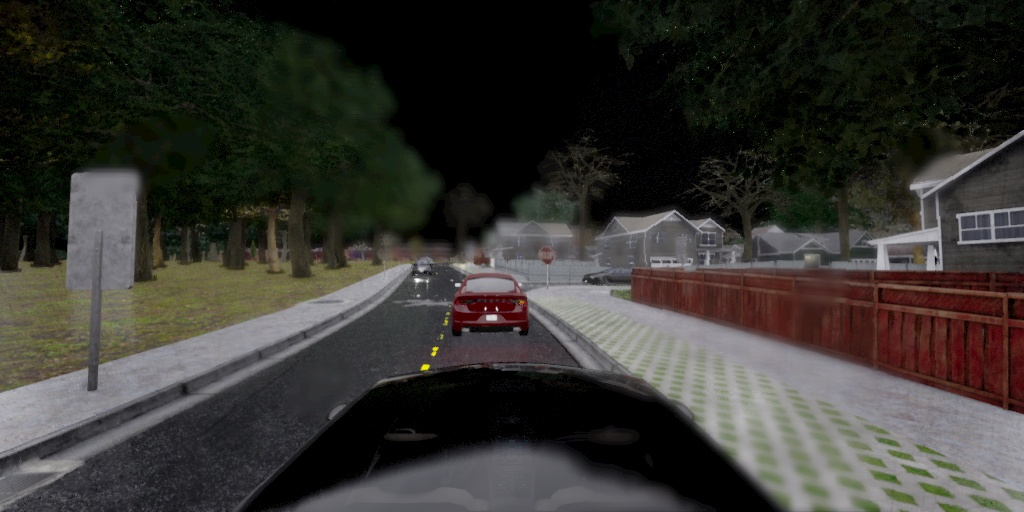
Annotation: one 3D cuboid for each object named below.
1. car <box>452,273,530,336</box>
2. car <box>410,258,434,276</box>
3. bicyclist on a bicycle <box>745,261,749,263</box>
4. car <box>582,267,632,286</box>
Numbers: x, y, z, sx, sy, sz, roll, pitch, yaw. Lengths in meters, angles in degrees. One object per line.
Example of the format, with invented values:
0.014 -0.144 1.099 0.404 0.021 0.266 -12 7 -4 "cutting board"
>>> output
-0.665 1.223 10.458 1.882 1.535 5.008 0 0 -5 "car"
-8.718 1.086 34.807 2.128 1.511 4.902 1 0 -13 "car"
14.920 1.121 22.496 0.582 1.620 1.656 1 -3 -13 "bicyclist on a bicycle"
8.008 1.510 26.900 5.357 1.411 2.033 1 -3 -13 "car"
